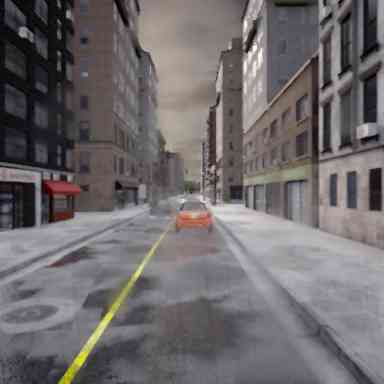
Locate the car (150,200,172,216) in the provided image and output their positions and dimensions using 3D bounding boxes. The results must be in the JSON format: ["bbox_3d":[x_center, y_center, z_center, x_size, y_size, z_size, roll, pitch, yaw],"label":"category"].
[{"bbox_3d":[-3.036,1.533,33.052,1.812,1.442,4.674,0,0,1],"label":"car"}]

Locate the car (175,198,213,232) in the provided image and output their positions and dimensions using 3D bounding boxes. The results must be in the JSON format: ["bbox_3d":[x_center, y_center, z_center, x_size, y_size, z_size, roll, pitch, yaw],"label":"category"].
[{"bbox_3d":[0.109,1.351,20.115,2.097,1.767,4.553,0,0,0],"label":"car"}]

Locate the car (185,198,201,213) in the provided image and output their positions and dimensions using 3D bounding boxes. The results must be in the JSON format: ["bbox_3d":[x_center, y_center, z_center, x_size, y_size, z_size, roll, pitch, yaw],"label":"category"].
[{"bbox_3d":[0.114,1.516,38.605,1.837,1.490,4.892,0,0,0],"label":"car"}]
